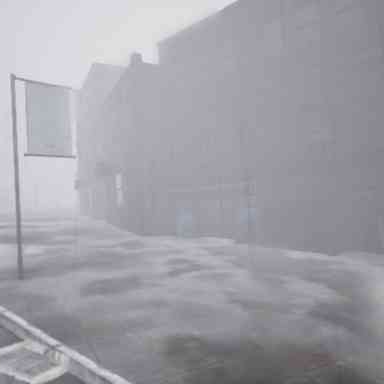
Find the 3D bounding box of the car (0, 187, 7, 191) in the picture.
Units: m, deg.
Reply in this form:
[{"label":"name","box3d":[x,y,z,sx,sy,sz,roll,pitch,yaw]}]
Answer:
[{"label":"car","box3d":[-47.399,-0.451,79.348,2.231,1.521,4.892,-4,-3,5]}]
